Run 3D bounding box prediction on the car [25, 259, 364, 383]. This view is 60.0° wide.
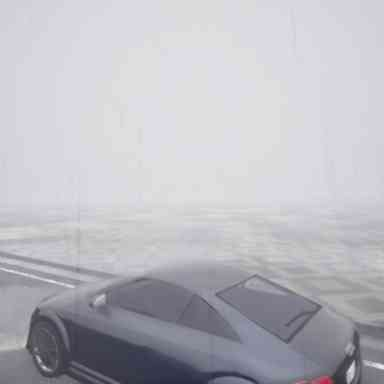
[{"bbox_3d":[-0.213,1.585,4.144,4.181,1.385,1.994,-1,0,36],"label":"car"}]
